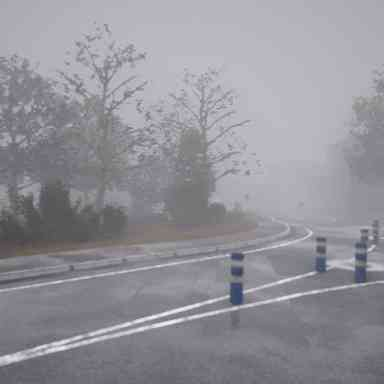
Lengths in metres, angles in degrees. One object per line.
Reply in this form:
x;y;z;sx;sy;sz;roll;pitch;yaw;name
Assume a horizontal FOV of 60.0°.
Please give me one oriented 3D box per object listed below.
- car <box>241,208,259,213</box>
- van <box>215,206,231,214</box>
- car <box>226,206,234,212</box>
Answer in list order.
13.834;4.380;78.172;2.002;1.452;4.674;4;-6;-31;car
8.031;4.795;87.638;1.878;1.987;4.442;2;-5;-31;van
10.957;4.706;82.843;2.163;1.488;4.792;2;-5;-31;car
